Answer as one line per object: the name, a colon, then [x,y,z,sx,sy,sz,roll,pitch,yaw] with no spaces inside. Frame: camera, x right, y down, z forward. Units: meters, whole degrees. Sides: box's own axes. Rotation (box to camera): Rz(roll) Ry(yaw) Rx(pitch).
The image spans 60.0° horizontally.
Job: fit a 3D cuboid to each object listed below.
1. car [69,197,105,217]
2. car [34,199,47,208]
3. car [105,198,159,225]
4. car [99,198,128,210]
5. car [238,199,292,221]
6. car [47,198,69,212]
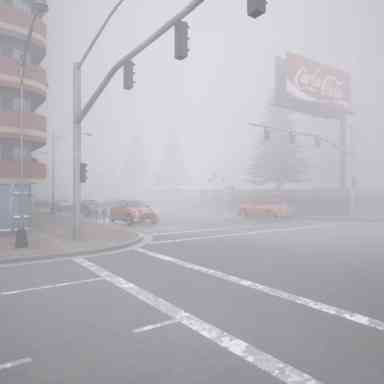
car: [-9.569,1.494,31.316,2.128,1.511,4.902,0,0,-36]
car: [-21.167,1.603,47.426,1.895,1.301,4.718,0,0,-35]
car: [-4.236,1.355,23.947,2.097,1.767,4.553,0,0,-36]
car: [-10.766,1.552,45.252,2.033,1.411,5.357,0,0,-36]
car: [6.033,1.357,27.989,2.097,1.767,4.553,0,0,-37]
car: [-15.234,1.480,39.162,1.882,1.535,5.008,0,0,-36]
